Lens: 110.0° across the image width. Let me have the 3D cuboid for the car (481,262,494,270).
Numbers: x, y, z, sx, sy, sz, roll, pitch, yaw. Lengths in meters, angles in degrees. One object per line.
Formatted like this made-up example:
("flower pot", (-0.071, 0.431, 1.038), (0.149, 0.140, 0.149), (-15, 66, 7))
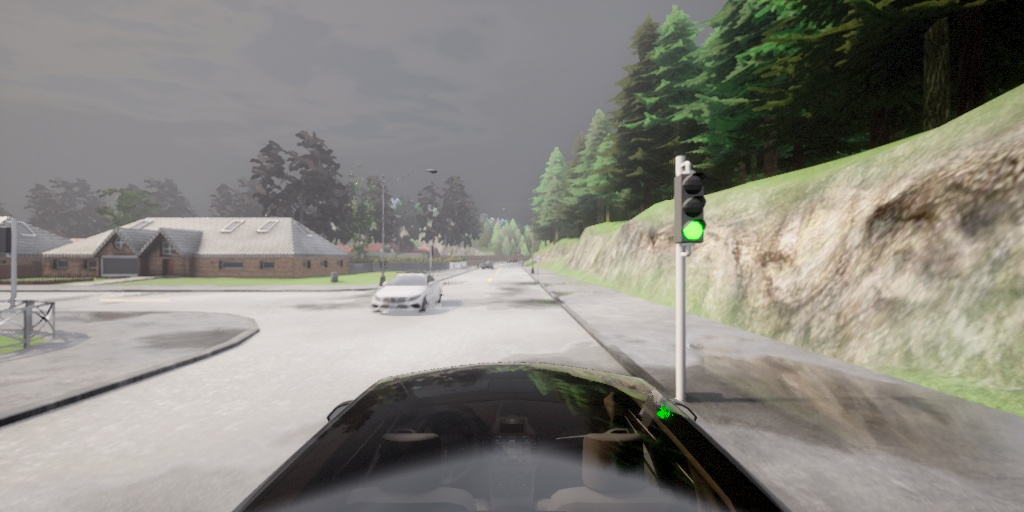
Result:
("car", (-4.051, 1.662, 59.525), (1.994, 1.385, 4.181), (0, 0, 0))

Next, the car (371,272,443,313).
("car", (-4.002, 1.398, 14.427), (1.812, 1.442, 4.674), (0, 0, 0))
